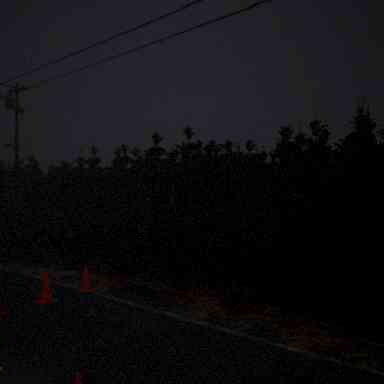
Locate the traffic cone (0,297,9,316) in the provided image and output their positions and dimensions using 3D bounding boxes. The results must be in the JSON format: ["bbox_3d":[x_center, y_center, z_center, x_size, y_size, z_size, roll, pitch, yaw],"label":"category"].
[{"bbox_3d":[-3.669,1.995,6.221,0.340,0.580,0.340,0,-1,36],"label":"traffic cone"}]

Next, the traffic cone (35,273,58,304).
[{"bbox_3d":[-3.078,2.004,7.027,0.340,0.580,0.340,0,-1,36],"label":"traffic cone"}]

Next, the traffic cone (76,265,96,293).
[{"bbox_3d":[-2.486,2.013,7.833,0.340,0.580,0.340,0,-1,36],"label":"traffic cone"}]

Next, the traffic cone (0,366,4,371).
[{"bbox_3d":[-2.648,1.983,4.232,0.340,0.580,0.340,0,-1,36],"label":"traffic cone"}]

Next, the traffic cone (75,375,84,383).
[{"bbox_3d":[-1.035,1.980,3.049,0.340,0.580,0.340,0,-1,36],"label":"traffic cone"}]
